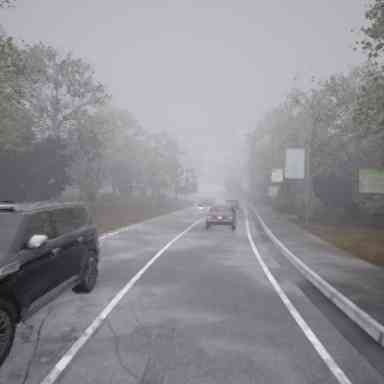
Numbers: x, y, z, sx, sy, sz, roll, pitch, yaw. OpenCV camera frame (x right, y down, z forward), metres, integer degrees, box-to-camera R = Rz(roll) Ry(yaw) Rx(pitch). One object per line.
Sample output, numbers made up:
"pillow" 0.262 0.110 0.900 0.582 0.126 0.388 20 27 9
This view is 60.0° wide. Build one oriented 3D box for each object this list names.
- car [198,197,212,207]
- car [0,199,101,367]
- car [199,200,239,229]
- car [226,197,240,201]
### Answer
"car" 1.947 1.455 48.155 1.994 1.385 4.181 1 0 5
"car" -3.363 1.189 5.856 2.150 2.045 5.566 0 0 3
"car" 1.964 1.525 21.688 2.033 1.411 5.357 1 0 8
"car" 5.045 1.438 42.503 2.128 1.511 4.902 1 0 7
